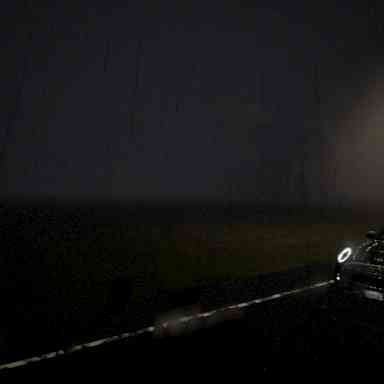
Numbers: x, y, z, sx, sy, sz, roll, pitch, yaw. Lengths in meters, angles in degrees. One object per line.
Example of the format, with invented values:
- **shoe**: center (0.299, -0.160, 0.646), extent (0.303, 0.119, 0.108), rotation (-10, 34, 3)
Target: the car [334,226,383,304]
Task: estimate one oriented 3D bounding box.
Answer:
- **car**: center (5.266, 1.351, 7.543), extent (4.553, 1.767, 2.097), rotation (0, 0, -35)
